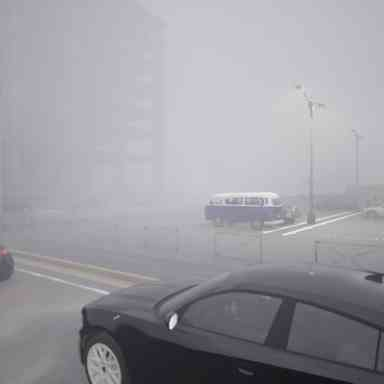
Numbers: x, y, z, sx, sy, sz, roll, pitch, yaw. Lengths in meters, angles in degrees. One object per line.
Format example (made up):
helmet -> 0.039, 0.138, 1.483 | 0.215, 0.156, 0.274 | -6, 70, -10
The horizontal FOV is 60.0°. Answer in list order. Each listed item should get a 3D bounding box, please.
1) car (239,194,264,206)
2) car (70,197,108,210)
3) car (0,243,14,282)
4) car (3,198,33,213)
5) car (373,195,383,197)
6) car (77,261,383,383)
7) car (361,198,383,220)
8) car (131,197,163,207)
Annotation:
car -> 11.455, 1.531, 63.559 | 1.895, 1.301, 4.718 | 0, 0, 35
car -> -12.882, 1.404, 41.730 | 1.882, 1.535, 5.008 | 0, 0, 35
car -> -6.422, 1.558, 8.560 | 4.181, 1.385, 1.994 | 0, 0, 36
car -> -18.723, 1.404, 33.524 | 1.882, 1.535, 5.008 | 0, 0, 35
car -> 17.981, 1.152, 29.261 | 4.605, 1.855, 1.932 | 0, 0, 36
car -> 0.900, 1.477, 3.352 | 5.008, 1.535, 1.882 | 0, 0, 36
car -> 14.757, 1.394, 24.709 | 3.806, 1.475, 1.970 | 0, 0, 36
car -> -6.719, 1.473, 50.388 | 2.033, 1.411, 5.357 | 0, 0, 36
